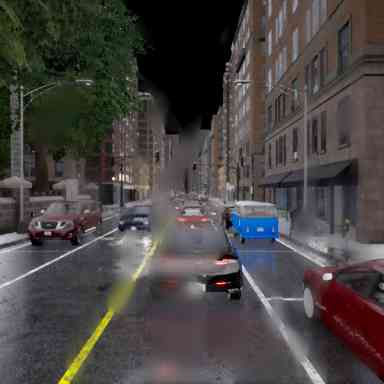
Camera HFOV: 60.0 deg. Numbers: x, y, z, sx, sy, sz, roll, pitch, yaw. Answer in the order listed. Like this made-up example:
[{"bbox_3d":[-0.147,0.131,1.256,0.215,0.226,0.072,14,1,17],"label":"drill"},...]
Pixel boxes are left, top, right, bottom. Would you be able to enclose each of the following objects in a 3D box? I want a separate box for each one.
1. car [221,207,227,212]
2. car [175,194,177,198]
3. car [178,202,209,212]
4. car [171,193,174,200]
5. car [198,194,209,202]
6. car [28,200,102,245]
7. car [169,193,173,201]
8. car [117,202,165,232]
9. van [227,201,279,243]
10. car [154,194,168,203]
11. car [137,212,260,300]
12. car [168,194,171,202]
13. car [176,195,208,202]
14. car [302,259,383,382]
[{"bbox_3d":[2.838,1.557,21.319,1.947,1.339,4.313,0,0,0],"label":"car"},{"bbox_3d":[-5.740,1.495,86.554,2.008,1.369,4.403,0,0,0],"label":"car"},{"bbox_3d":[0.088,1.519,18.608,1.812,1.442,4.674,0,0,0],"label":"car"},{"bbox_3d":[-5.731,1.490,75.653,1.887,1.381,4.507,0,0,0],"label":"car"},{"bbox_3d":[2.793,1.386,75.696,1.967,1.590,4.097,0,0,0],"label":"car"},{"bbox_3d":[-5.682,1.310,15.612,2.192,1.841,5.009,0,0,0],"label":"car"},{"bbox_3d":[-5.727,1.492,70.202,1.887,1.381,4.507,0,0,0],"label":"car"},{"bbox_3d":[-3.072,1.539,20.190,2.033,1.411,5.357,0,0,0],"label":"car"},{"bbox_3d":[2.842,1.336,15.659,1.690,1.788,3.998,0,0,0],"label":"van"},{"bbox_3d":[-5.718,1.479,59.131,1.752,1.417,4.829,0,0,0],"label":"car"},{"bbox_3d":[0.093,1.490,8.346,2.128,1.511,4.902,0,0,0],"label":"car"},{"bbox_3d":[-5.722,1.501,64.751,2.008,1.369,4.403,0,0,0],"label":"car"},{"bbox_3d":[0.025,1.338,27.565,2.097,1.767,4.553,0,0,2],"label":"car"},{"bbox_3d":[2.851,1.544,4.338,1.887,1.381,4.507,0,0,0],"label":"car"}]
